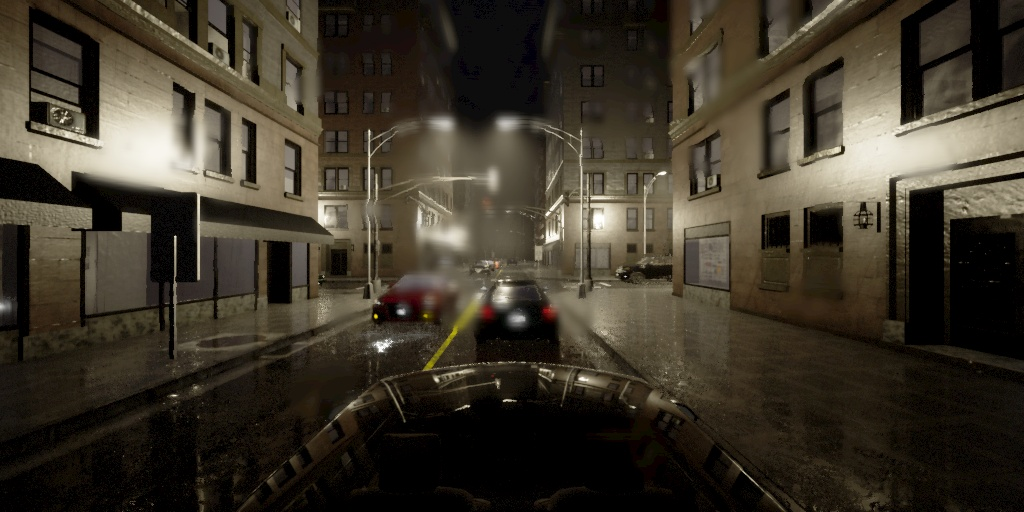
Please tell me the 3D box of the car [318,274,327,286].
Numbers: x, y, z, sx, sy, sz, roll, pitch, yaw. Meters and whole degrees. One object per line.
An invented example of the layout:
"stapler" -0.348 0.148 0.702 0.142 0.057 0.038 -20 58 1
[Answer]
"car" -14.079 1.387 21.971 4.718 1.301 1.895 0 0 0

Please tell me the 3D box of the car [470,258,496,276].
"car" -3.083 1.240 36.420 2.128 1.511 4.902 0 0 0

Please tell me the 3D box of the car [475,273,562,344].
"car" 0.117 1.314 9.592 1.994 1.385 4.181 0 0 -1

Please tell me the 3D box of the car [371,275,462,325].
"car" -2.891 1.313 11.634 1.994 1.385 4.181 0 0 2

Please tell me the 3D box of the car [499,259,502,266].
"car" -3.067 1.093 55.945 2.097 1.767 4.553 0 0 -1

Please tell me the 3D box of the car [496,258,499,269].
"car" -3.083 1.294 46.165 2.033 1.411 5.357 0 0 0

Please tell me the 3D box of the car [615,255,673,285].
"car" 10.134 0.941 25.176 5.566 2.045 2.150 0 0 -2
